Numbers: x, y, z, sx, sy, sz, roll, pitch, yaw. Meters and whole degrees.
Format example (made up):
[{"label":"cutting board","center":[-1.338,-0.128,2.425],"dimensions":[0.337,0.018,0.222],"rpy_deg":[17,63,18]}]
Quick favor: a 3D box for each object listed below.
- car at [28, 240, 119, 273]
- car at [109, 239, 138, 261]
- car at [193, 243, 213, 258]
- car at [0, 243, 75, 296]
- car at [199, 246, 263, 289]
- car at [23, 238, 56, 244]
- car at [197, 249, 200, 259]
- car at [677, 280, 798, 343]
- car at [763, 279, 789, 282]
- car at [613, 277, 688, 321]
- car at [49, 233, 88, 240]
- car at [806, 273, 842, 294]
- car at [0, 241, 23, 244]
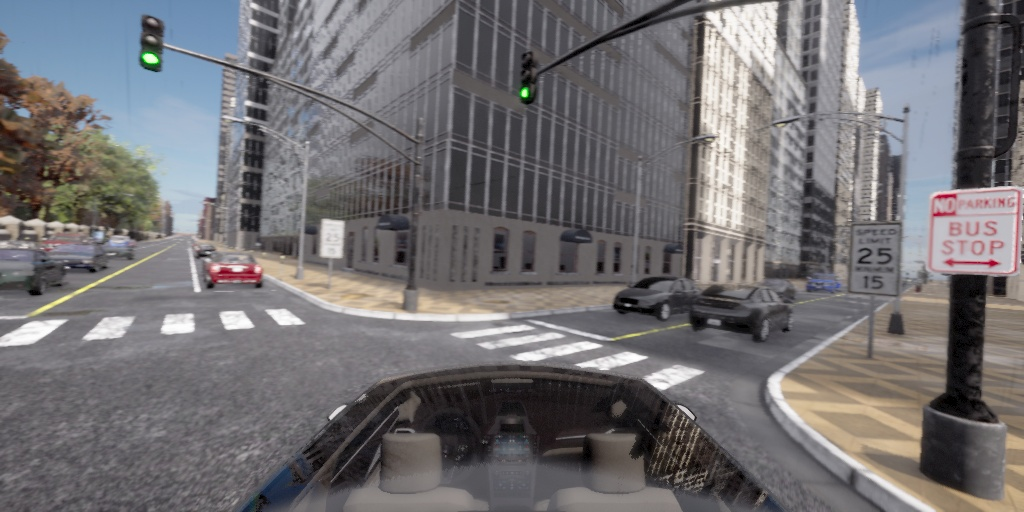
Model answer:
[{"label":"car","center":[-22.856,0.056,18.927],"dimensions":[2.033,1.411,5.357],"rpy_deg":[3,0,-42]},{"label":"car","center":[-31.825,-0.408,28.882],"dimensions":[1.994,1.385,4.181],"rpy_deg":[3,0,-42]},{"label":"car","center":[-31.683,-0.376,37.287],"dimensions":[1.948,1.339,4.313],"rpy_deg":[0,0,-42]},{"label":"car","center":[-16.006,0.438,11.330],"dimensions":[1.994,1.385,4.181],"rpy_deg":[3,0,-42]},{"label":"car","center":[-12.662,0.517,16.215],"dimensions":[1.967,1.591,4.097],"rpy_deg":[0,0,-42]},{"label":"car","center":[-26.476,-0.144,19.022],"dimensions":[2.007,1.370,4.403],"rpy_deg":[0,0,-42]},{"label":"car","center":[-16.466,0.440,20.429],"dimensions":[1.948,1.339,4.313],"rpy_deg":[0,0,-42]},{"label":"car","center":[7.299,1.643,11.274],"dimensions":[4.892,1.490,1.837],"rpy_deg":[3,0,-41]},{"label":"car","center":[18.193,2.291,24.830],"dimensions":[5.357,1.411,2.033],"rpy_deg":[3,0,-41]},{"label":"car","center":[5.918,1.577,14.180],"dimensions":[4.892,1.490,1.837],"rpy_deg":[3,0,-41]},{"label":"car","center":[-34.088,-0.787,27.454],"dimensions":[2.192,1.841,5.009],"rpy_deg":[0,0,-42]},{"label":"car","center":[31.856,2.816,36.548],"dimensions":[5.566,2.045,2.150],"rpy_deg":[3,0,-41]},{"label":"car","center":[-22.671,0.054,14.807],"dimensions":[1.888,1.381,4.507],"rpy_deg":[0,0,-42]}]
